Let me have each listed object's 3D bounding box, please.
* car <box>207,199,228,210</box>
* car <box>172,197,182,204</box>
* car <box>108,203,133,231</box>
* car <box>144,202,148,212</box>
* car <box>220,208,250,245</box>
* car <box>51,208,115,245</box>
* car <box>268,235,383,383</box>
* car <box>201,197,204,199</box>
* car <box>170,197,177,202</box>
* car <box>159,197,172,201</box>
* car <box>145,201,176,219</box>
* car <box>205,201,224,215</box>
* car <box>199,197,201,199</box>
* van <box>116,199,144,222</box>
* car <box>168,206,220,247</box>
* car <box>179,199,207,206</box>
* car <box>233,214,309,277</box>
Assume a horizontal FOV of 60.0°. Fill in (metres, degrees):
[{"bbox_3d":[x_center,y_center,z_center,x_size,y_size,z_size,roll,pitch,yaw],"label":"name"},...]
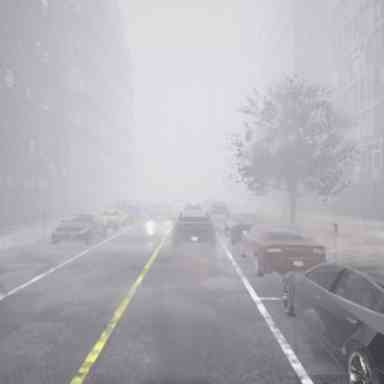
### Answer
[{"bbox_3d":[2.575,1.642,32.888,1.967,1.590,4.097,1,0,0],"label":"car"},{"bbox_3d":[-2.754,1.947,72.531,1.994,1.385,4.181,0,0,0],"label":"car"},{"bbox_3d":[-5.305,1.659,21.670,1.752,1.417,4.829,1,0,0],"label":"car"},{"bbox_3d":[-5.307,1.819,38.779,1.802,1.307,4.206,1,0,0],"label":"car"},{"bbox_3d":[2.575,1.665,15.930,1.947,1.339,4.313,1,0,0],"label":"car"},{"bbox_3d":[-5.306,1.682,16.193,1.802,1.307,4.206,1,0,0],"label":"car"},{"bbox_3d":[2.575,1.595,4.625,1.947,1.339,4.313,1,0,0],"label":"car"},{"bbox_3d":[2.747,1.826,52.345,1.837,1.490,4.892,0,0,0],"label":"car"},{"bbox_3d":[-5.310,2.147,95.244,1.947,1.339,4.313,1,0,0],"label":"car"},{"bbox_3d":[-5.308,1.925,61.365,2.008,1.369,4.403,1,0,0],"label":"car"},{"bbox_3d":[-2.851,1.791,31.032,1.895,1.301,4.718,0,0,0],"label":"car"},{"bbox_3d":[2.574,1.781,38.540,1.887,1.381,4.507,1,0,0],"label":"car"},{"bbox_3d":[2.571,2.096,89.411,2.008,1.369,4.403,1,0,0],"label":"car"},{"bbox_3d":[-5.303,1.510,27.488,1.690,1.788,3.998,1,0,0],"label":"van"},{"bbox_3d":[0.094,1.601,15.490,1.837,1.490,4.892,0,0,0],"label":"car"},{"bbox_3d":[0.096,1.691,32.466,2.128,1.511,4.902,0,0,0],"label":"car"},{"bbox_3d":[2.575,1.609,10.277,1.887,1.381,4.507,1,0,0],"label":"car"}]
